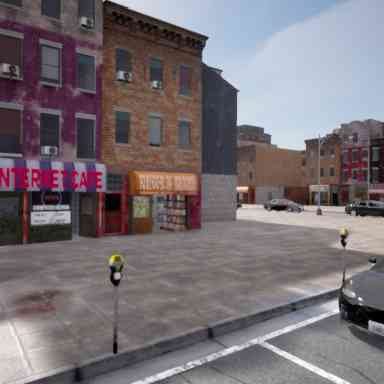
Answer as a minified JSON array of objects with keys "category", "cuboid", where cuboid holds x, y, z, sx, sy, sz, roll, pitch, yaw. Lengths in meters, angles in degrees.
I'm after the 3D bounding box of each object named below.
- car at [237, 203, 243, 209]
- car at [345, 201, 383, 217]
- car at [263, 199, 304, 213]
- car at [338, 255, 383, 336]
[{"category":"car","cuboid":[4.420,1.623,45.162,2.033,1.411,5.357,1,0,-36]},{"category":"car","cuboid":[15.889,1.540,28.976,1.837,1.490,4.892,1,0,-35]},{"category":"car","cuboid":[10.173,1.547,37.046,2.128,1.511,4.902,1,-1,-35]},{"category":"car","cuboid":[4.435,1.567,5.954,4.313,1.339,1.947,0,0,-35]}]
